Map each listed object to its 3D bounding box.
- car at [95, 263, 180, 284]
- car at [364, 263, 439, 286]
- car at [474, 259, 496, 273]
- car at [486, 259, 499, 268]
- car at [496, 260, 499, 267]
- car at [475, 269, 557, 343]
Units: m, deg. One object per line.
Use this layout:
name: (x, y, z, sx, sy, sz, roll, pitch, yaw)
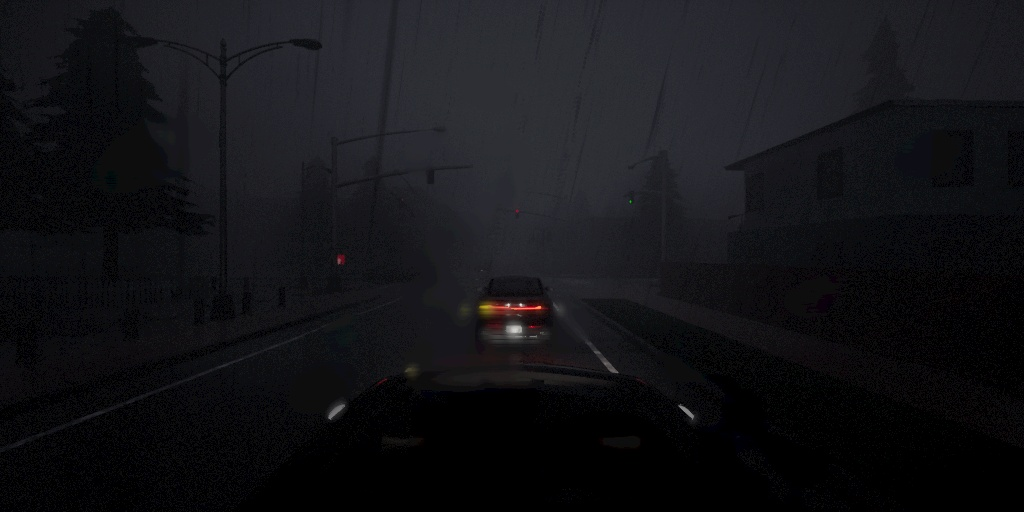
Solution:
car: (-24.637, 1.329, 23.884, 4.181, 1.385, 1.994, 0, 0, -2)
car: (-7.508, 1.253, 24.460, 4.902, 1.511, 2.128, 0, 0, -3)
car: (-3.505, 1.297, 44.399, 2.033, 1.411, 5.357, 0, 0, 0)
car: (-3.407, 1.297, 65.038, 2.033, 1.411, 5.357, 0, 0, 1)
car: (-3.475, 1.242, 54.581, 2.128, 1.511, 4.902, 0, 0, 0)
car: (0.092, 1.255, 9.684, 1.837, 1.490, 4.892, 0, 0, 0)
